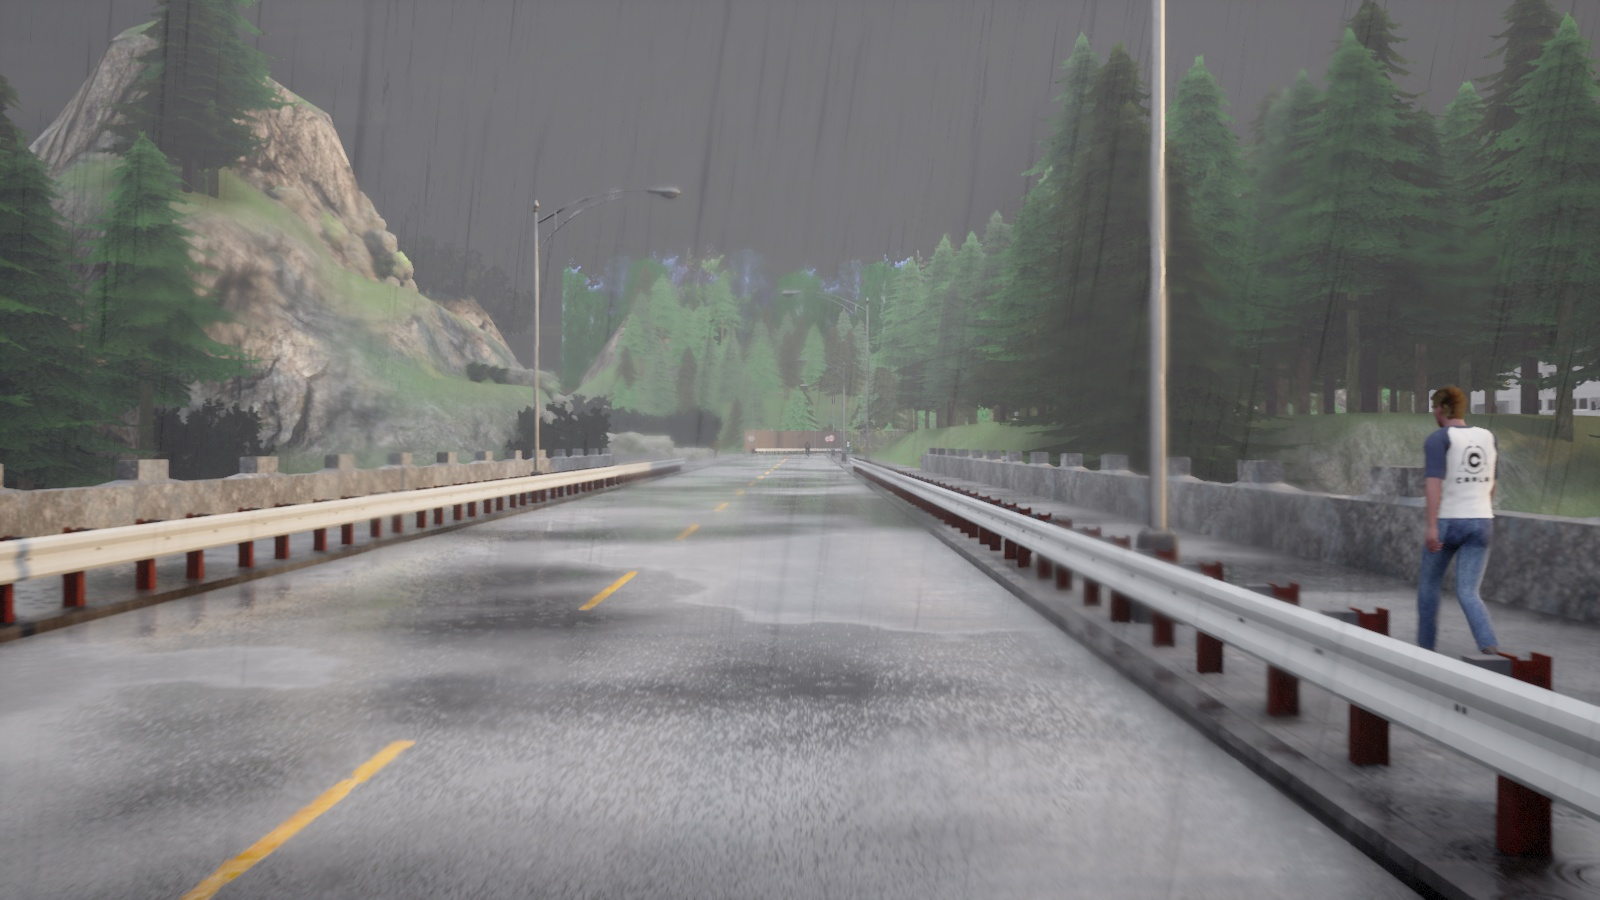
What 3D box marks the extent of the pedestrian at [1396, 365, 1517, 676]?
[{"bbox_3d":[4.047,0.416,7.778,0.354,1.836,0.706,0,0,-2],"label":"pedestrian"}]
